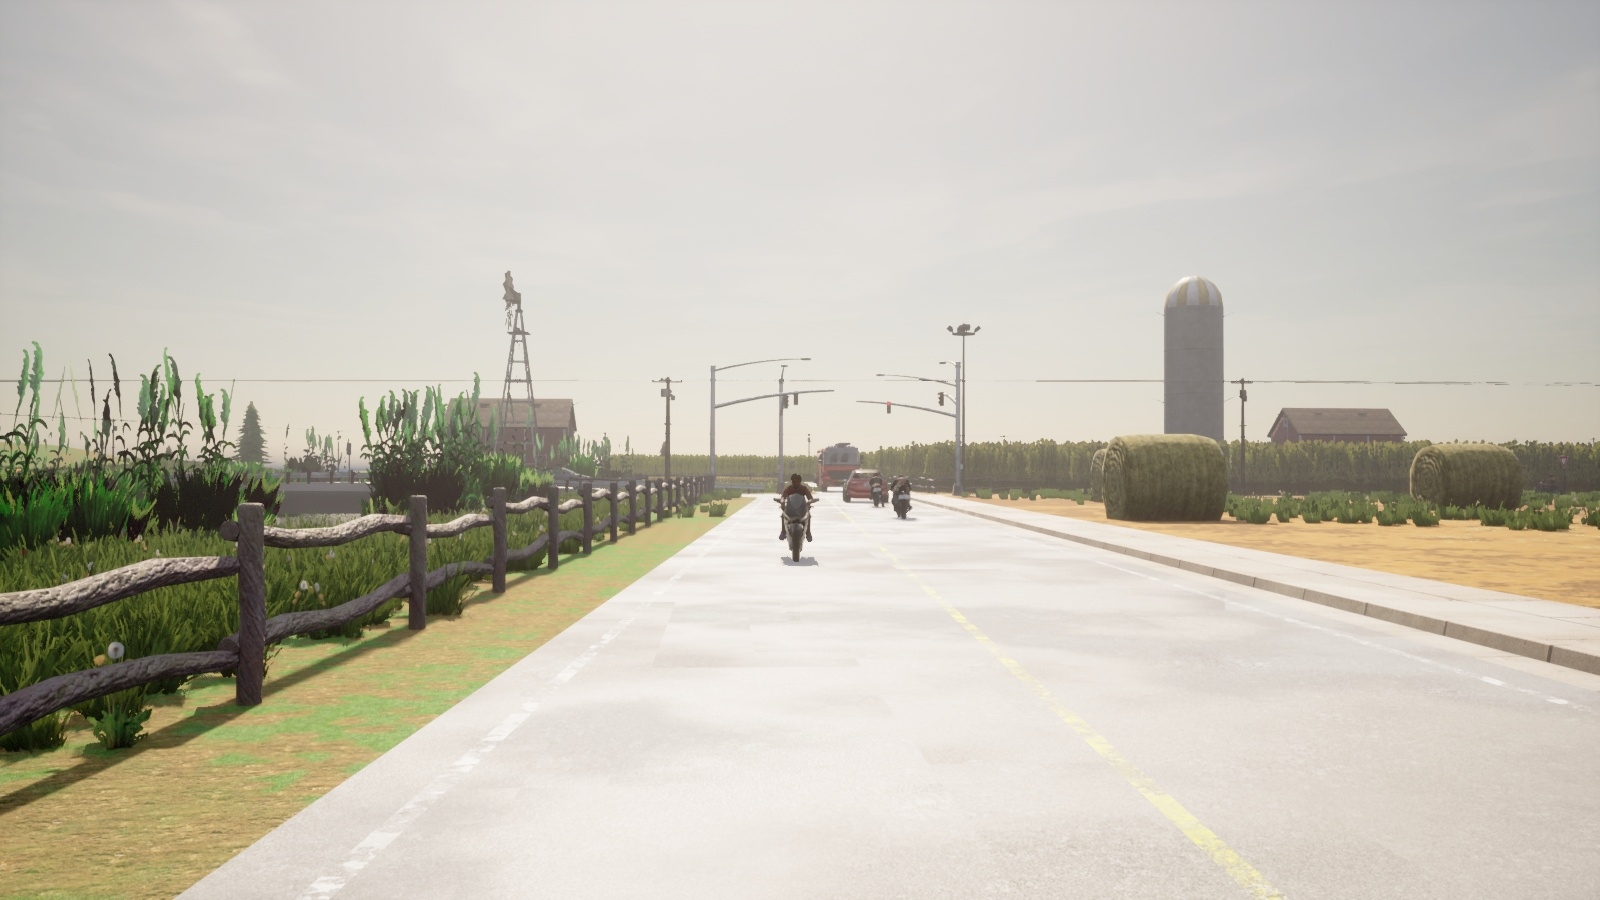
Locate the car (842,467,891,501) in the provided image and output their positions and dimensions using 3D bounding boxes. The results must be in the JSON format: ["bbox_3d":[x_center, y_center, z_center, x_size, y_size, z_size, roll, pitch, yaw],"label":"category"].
[{"bbox_3d":[3.340,1.719,64.063,2.242,1.667,4.611,0,-1,0],"label":"car"}]

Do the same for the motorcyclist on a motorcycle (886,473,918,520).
[{"bbox_3d":[3.393,1.540,42.032,0.866,1.530,2.191,0,-1,0],"label":"motorcyclist on a motorcycle"}]

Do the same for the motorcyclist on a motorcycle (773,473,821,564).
[{"bbox_3d":[-0.057,1.167,22.076,0.797,1.523,2.044,0,-1,0],"label":"motorcyclist on a motorcycle"}]

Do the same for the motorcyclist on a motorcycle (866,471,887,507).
[{"bbox_3d":[3.360,1.707,55.124,0.797,1.523,2.044,0,-1,0],"label":"motorcyclist on a motorcycle"}]

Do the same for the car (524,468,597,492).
[{"bbox_3d":[-15.365,1.919,80.726,4.181,1.385,1.994,2,-1,3],"label":"car"}]
